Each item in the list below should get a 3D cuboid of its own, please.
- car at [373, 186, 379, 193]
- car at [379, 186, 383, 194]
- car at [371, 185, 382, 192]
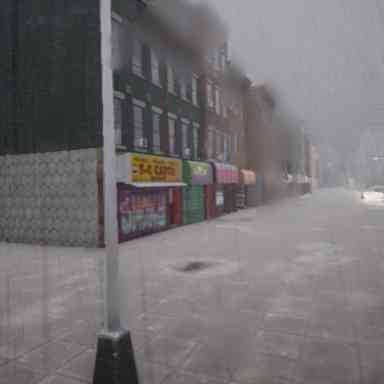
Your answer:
[{"bbox_3d":[40.295,-0.560,70.591,1.802,1.307,4.206,-1,1,24],"label":"car"},{"bbox_3d":[35.761,-0.424,60.339,1.967,1.590,4.097,-1,1,24],"label":"car"},{"bbox_3d":[44.894,-0.893,80.996,1.752,1.417,4.829,-1,1,24],"label":"car"}]
